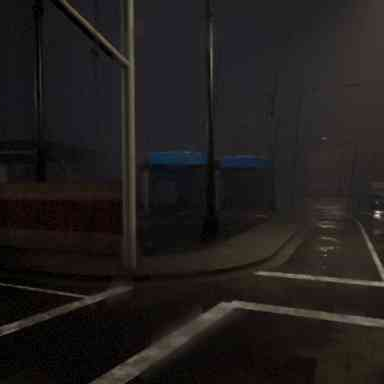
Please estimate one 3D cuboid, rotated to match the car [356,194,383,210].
[{"bbox_3d":[18.199,0.943,33.387,1.812,1.442,4.674,0,1,3],"label":"car"}]
